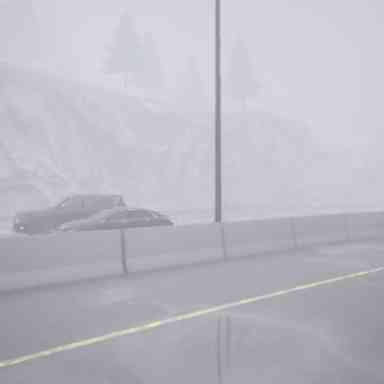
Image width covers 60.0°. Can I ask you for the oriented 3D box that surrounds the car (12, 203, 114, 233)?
[{"bbox_3d":[-7.591,1.440,19.859,5.357,1.411,2.033,0,0,-33],"label":"car"}]

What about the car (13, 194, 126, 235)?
[{"bbox_3d":[-5.881,1.129,16.777,5.566,2.045,2.150,0,0,-33],"label":"car"}]

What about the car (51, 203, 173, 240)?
[{"bbox_3d":[-3.178,1.419,14.341,4.892,1.490,1.837,0,0,-33],"label":"car"}]

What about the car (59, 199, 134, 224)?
[{"bbox_3d":[-6.968,1.352,24.362,4.902,1.511,2.128,0,0,-32],"label":"car"}]
